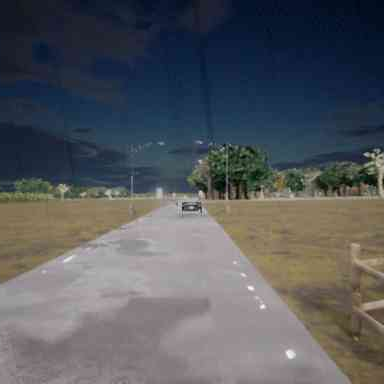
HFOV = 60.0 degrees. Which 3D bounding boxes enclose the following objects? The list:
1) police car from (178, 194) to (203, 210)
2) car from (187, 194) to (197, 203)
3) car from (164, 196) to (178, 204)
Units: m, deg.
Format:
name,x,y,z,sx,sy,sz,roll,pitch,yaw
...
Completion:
name,x,y,z,sx,sy,sz,roll,pitch,yaw
police car,-0.015,1.079,30.341,1.930,1.638,5.238,0,0,0
car,-0.031,1.235,61.827,1.801,1.575,5.366,0,0,0
car,-2.773,1.219,45.420,1.812,1.442,4.674,0,0,0
